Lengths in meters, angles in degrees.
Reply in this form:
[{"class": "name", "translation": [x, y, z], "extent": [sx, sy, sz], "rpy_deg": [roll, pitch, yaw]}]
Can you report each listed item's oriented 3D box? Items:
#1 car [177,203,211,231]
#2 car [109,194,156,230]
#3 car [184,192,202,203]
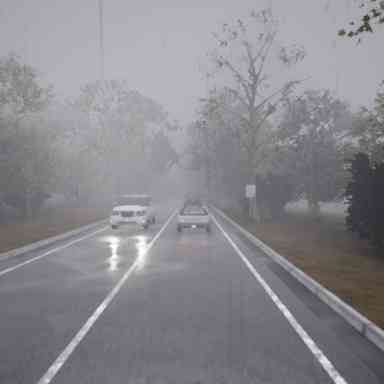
[{"class": "car", "translation": [0.103, 1.559, 20.201], "extent": [1.895, 1.301, 4.718], "rpy_deg": [0, 0, 0]}, {"class": "car", "translation": [-3.584, 1.175, 21.084], "extent": [2.150, 2.045, 5.566], "rpy_deg": [0, 0, 0]}, {"class": "car", "translation": [0.106, 1.064, 42.826], "extent": [2.150, 2.045, 5.566], "rpy_deg": [0, 0, 0]}]
